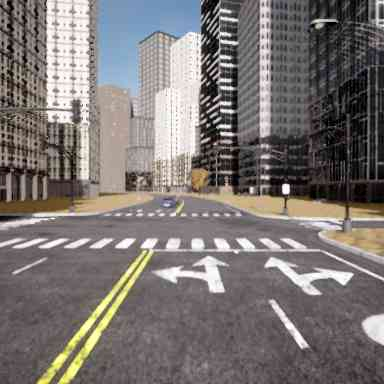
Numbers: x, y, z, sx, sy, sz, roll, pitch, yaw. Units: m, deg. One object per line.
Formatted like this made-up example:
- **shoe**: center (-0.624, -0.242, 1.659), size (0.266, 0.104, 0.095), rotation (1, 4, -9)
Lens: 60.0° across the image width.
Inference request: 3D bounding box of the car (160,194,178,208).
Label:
- **car**: center (-3.233, 1.428, 44.871), size (1.812, 1.442, 4.674), rotation (0, 1, 0)
